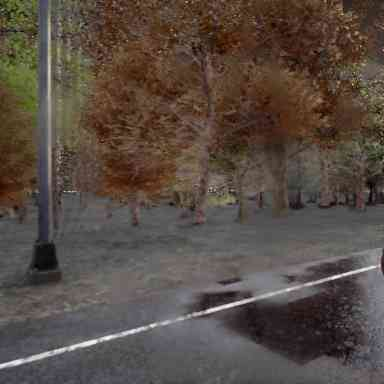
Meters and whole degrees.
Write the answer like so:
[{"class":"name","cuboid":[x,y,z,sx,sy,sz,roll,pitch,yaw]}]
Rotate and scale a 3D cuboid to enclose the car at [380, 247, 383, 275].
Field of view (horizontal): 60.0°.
[{"class":"car","cuboid":[6.552,1.502,8.419,4.674,1.442,1.812,0,0,-35]}]
